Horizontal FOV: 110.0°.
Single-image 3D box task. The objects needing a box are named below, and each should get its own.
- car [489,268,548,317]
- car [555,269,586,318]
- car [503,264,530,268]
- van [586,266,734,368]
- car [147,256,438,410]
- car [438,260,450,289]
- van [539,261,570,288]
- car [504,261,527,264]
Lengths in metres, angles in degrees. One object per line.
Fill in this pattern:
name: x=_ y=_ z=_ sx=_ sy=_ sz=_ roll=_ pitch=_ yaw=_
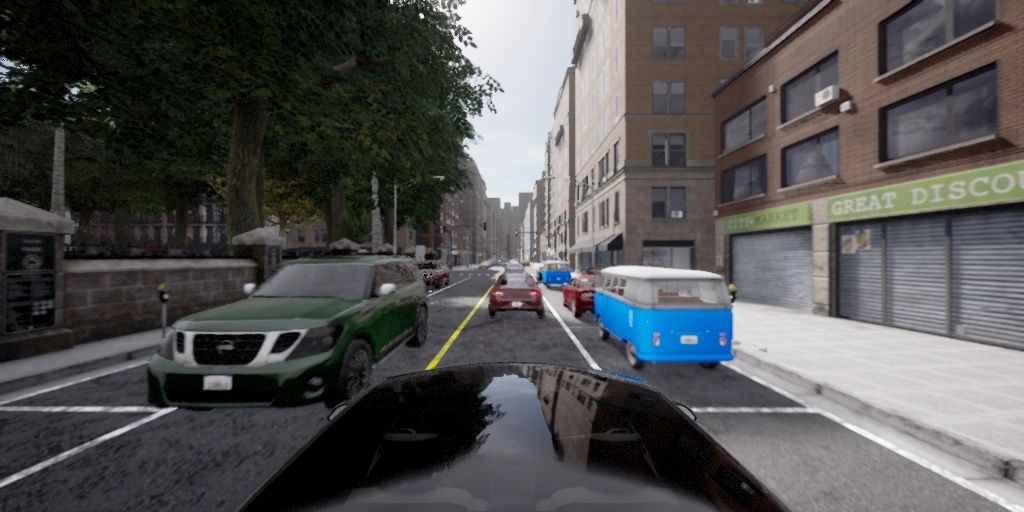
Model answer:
car: x=0.148 y=1.353 z=13.400 sx=1.812 sy=1.442 sz=4.674 roll=0 pitch=-1 yaw=0
car: x=2.912 y=1.373 z=13.312 sx=1.888 sy=1.381 sz=4.507 roll=0 pitch=0 yaw=0
car: x=0.214 y=1.443 z=24.251 sx=2.033 sy=1.411 sz=5.357 roll=0 pitch=0 yaw=1
van: x=2.882 y=1.131 z=7.651 sx=1.690 sy=1.789 sz=3.998 roll=0 pitch=0 yaw=0
car: x=-3.081 y=1.003 z=6.537 sx=2.150 sy=2.045 sz=5.566 roll=0 pitch=0 yaw=0
car: x=-5.551 y=1.211 z=24.638 sx=2.192 sy=1.841 sz=5.009 roll=0 pitch=0 yaw=0
van: x=2.974 y=1.239 z=24.632 sx=1.690 sy=1.789 sz=3.998 roll=0 pitch=0 yaw=0
car: x=0.176 y=1.463 z=34.855 sx=1.837 sy=1.490 sz=4.892 roll=0 pitch=0 yaw=0
